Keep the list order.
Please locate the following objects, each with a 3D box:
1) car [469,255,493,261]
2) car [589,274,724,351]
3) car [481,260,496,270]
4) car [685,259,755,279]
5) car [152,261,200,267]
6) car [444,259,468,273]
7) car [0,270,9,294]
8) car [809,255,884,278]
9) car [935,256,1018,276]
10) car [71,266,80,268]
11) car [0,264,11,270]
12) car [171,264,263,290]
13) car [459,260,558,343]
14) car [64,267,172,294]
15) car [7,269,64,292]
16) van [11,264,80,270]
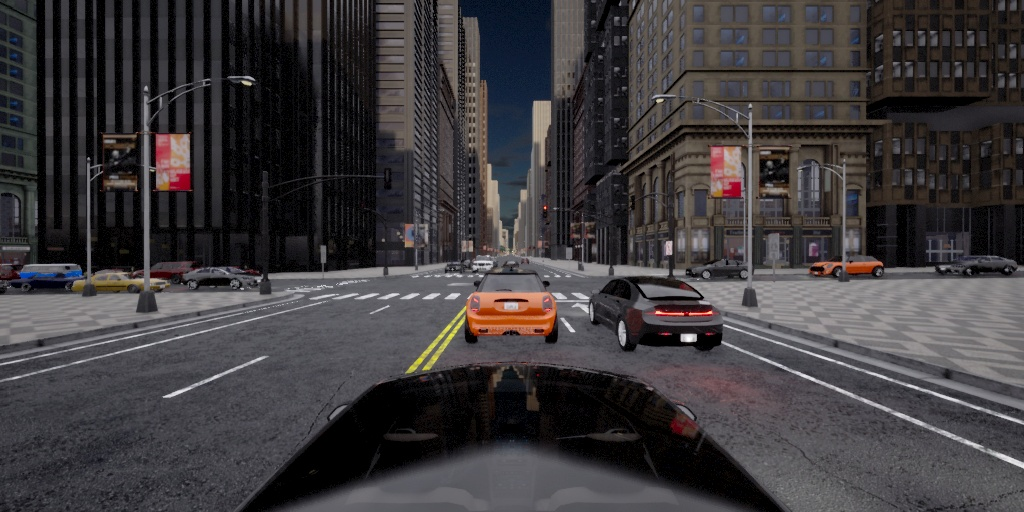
[{"bbox_3d":[-3.456,0.951,43.252,2.150,2.045,5.566,0,0,0],"label":"car"},{"bbox_3d":[3.234,1.254,8.998,1.837,1.490,4.892,0,0,0],"label":"car"},{"bbox_3d":[-3.465,1.284,53.224,1.994,1.385,4.181,0,0,1],"label":"car"},{"bbox_3d":[16.121,1.003,27.941,4.892,1.490,1.837,-1,0,0],"label":"car"},{"bbox_3d":[-29.133,1.414,30.570,5.009,1.841,2.192,0,0,0],"label":"car"},{"bbox_3d":[-6.703,1.295,42.409,1.994,1.385,4.181,0,0,0],"label":"car"},{"bbox_3d":[-33.825,1.751,22.035,4.403,1.370,2.007,0,0,0],"label":"car"},{"bbox_3d":[25.949,0.719,27.946,4.553,1.767,2.097,-1,0,0],"label":"car"},{"bbox_3d":[36.085,0.723,27.949,4.902,1.511,2.128,-1,0,0],"label":"car"},{"bbox_3d":[-34.220,1.751,30.574,4.207,1.307,1.802,0,0,0],"label":"car"},{"bbox_3d":[-44.394,1.621,30.583,5.009,1.841,2.192,0,0,0],"label":"car"},{"bbox_3d":[-19.841,1.490,24.677,4.902,1.511,2.128,-1,0,1],"label":"car"},{"bbox_3d":[-0.008,1.101,9.858,2.097,1.767,4.553,0,0,0],"label":"car"},{"bbox_3d":[-23.884,1.592,22.038,4.829,1.417,1.751,0,0,0],"label":"car"},{"bbox_3d":[-30.910,1.750,24.699,4.718,1.301,1.895,-1,0,0],"label":"car"},{"bbox_3d":[-39.307,1.578,30.578,3.998,1.789,1.690,0,0,0],"label":"van"}]
